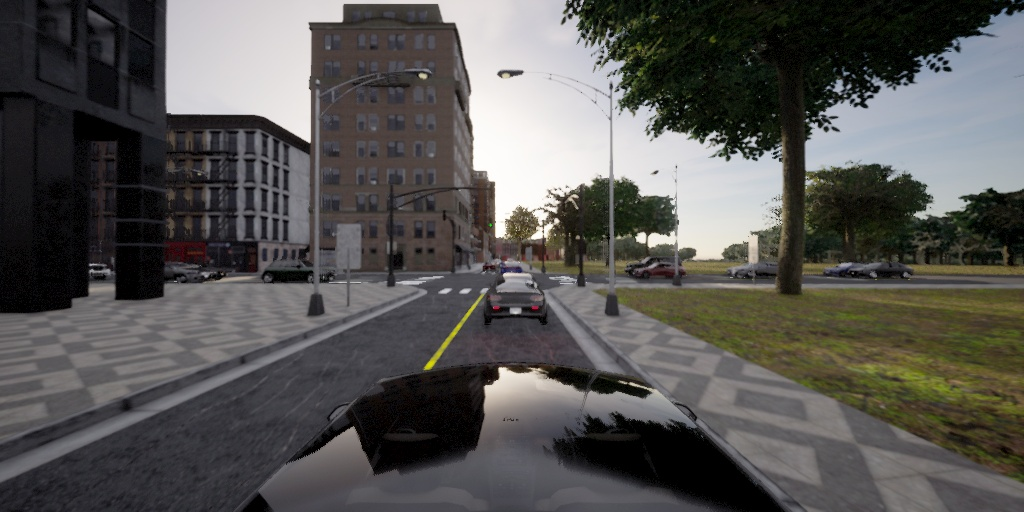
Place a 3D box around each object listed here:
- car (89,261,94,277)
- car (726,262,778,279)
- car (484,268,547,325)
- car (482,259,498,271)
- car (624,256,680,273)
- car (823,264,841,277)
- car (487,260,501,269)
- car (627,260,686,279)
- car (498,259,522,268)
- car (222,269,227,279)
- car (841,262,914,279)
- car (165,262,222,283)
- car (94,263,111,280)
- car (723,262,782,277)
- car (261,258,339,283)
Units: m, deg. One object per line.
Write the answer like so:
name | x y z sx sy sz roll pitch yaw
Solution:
car | -33.776 1.188 25.642 4.902 1.511 2.128 0 -1 0
car | 22.474 1.275 32.445 4.902 1.511 2.128 0 -1 0
car | 0.098 1.273 11.755 1.812 1.442 4.674 0 0 0
car | -2.924 1.365 48.562 1.895 1.301 4.718 0 0 1
car | 14.105 1.028 35.684 5.566 2.045 2.150 0 -1 0
car | 33.742 1.357 35.707 4.674 1.442 1.812 0 -1 0
car | -2.879 1.331 58.208 2.033 1.411 5.357 0 0 0
car | 13.277 1.300 32.413 4.674 1.442 1.812 0 -1 -3
car | -0.088 1.222 33.148 1.882 1.535 5.008 0 0 -1
car | -25.780 1.228 28.902 4.892 1.490 1.837 0 -1 0
car | 33.280 1.304 32.456 4.892 1.490 1.837 0 -1 0
car | -24.291 1.182 25.655 4.902 1.511 2.128 0 -1 0
car | -35.971 0.951 28.894 5.566 2.045 2.150 0 -1 0
car | 23.873 1.343 35.696 4.674 1.442 1.812 0 -1 0
car | -15.154 1.040 25.674 4.553 1.767 2.097 0 -1 0
